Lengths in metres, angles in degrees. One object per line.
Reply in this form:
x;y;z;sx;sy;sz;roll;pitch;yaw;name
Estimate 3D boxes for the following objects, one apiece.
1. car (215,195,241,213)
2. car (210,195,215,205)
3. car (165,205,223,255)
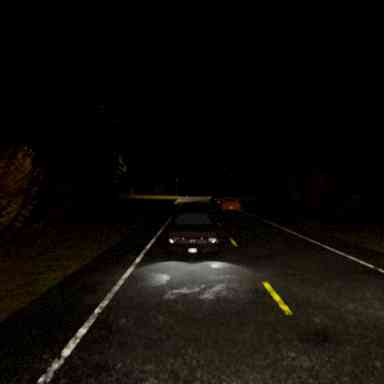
3.654;1.254;33.128;1.882;1.535;5.008;0;1;0;car
3.666;1.171;48.586;1.837;1.490;4.892;0;0;1;car
0.026;1.460;13.232;2.033;1.411;5.357;0;0;0;car
